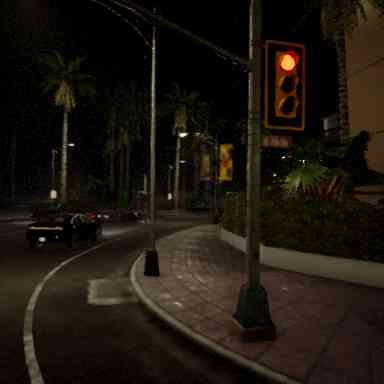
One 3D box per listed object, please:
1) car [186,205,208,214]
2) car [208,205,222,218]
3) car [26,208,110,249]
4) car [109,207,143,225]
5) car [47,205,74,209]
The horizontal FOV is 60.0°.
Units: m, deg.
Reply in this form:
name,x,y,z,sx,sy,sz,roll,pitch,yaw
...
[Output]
name,x,y,z,sx,sy,sz,roll,pitch,yaw
car,1.381,2.589,50.501,4.718,1.301,1.895,2,-2,-42
car,4.583,2.297,38.553,2.128,1.511,4.902,0,-2,42
car,-5.814,1.719,15.698,2.128,1.511,4.902,1,-1,4
car,-6.336,2.011,28.512,2.033,1.411,5.357,0,-1,23
car,-12.679,1.986,31.750,2.033,1.411,5.357,0,-1,23
